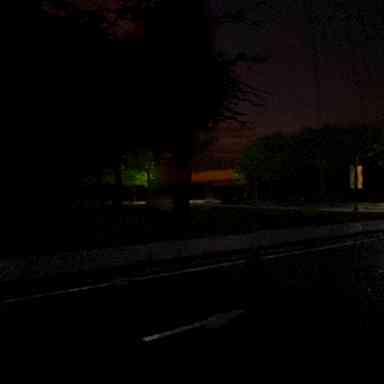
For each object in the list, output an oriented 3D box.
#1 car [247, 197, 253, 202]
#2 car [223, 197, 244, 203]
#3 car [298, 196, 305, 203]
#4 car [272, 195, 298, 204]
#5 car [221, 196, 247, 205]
[{"bbox_3d":[12.533,1.753,81.636,2.033,1.411,5.357,-2,0,-35],"label":"car"},{"bbox_3d":[9.873,1.823,79.770,2.033,1.411,5.357,-2,0,-35],"label":"car"},{"bbox_3d":[21.141,1.565,69.352,1.837,1.490,4.892,-2,0,-35],"label":"car"},{"bbox_3d":[18.495,1.490,67.461,2.097,1.767,4.553,-2,0,-35],"label":"car"},{"bbox_3d":[8.491,2.050,70.424,2.033,1.411,5.357,-2,0,-35],"label":"car"}]
